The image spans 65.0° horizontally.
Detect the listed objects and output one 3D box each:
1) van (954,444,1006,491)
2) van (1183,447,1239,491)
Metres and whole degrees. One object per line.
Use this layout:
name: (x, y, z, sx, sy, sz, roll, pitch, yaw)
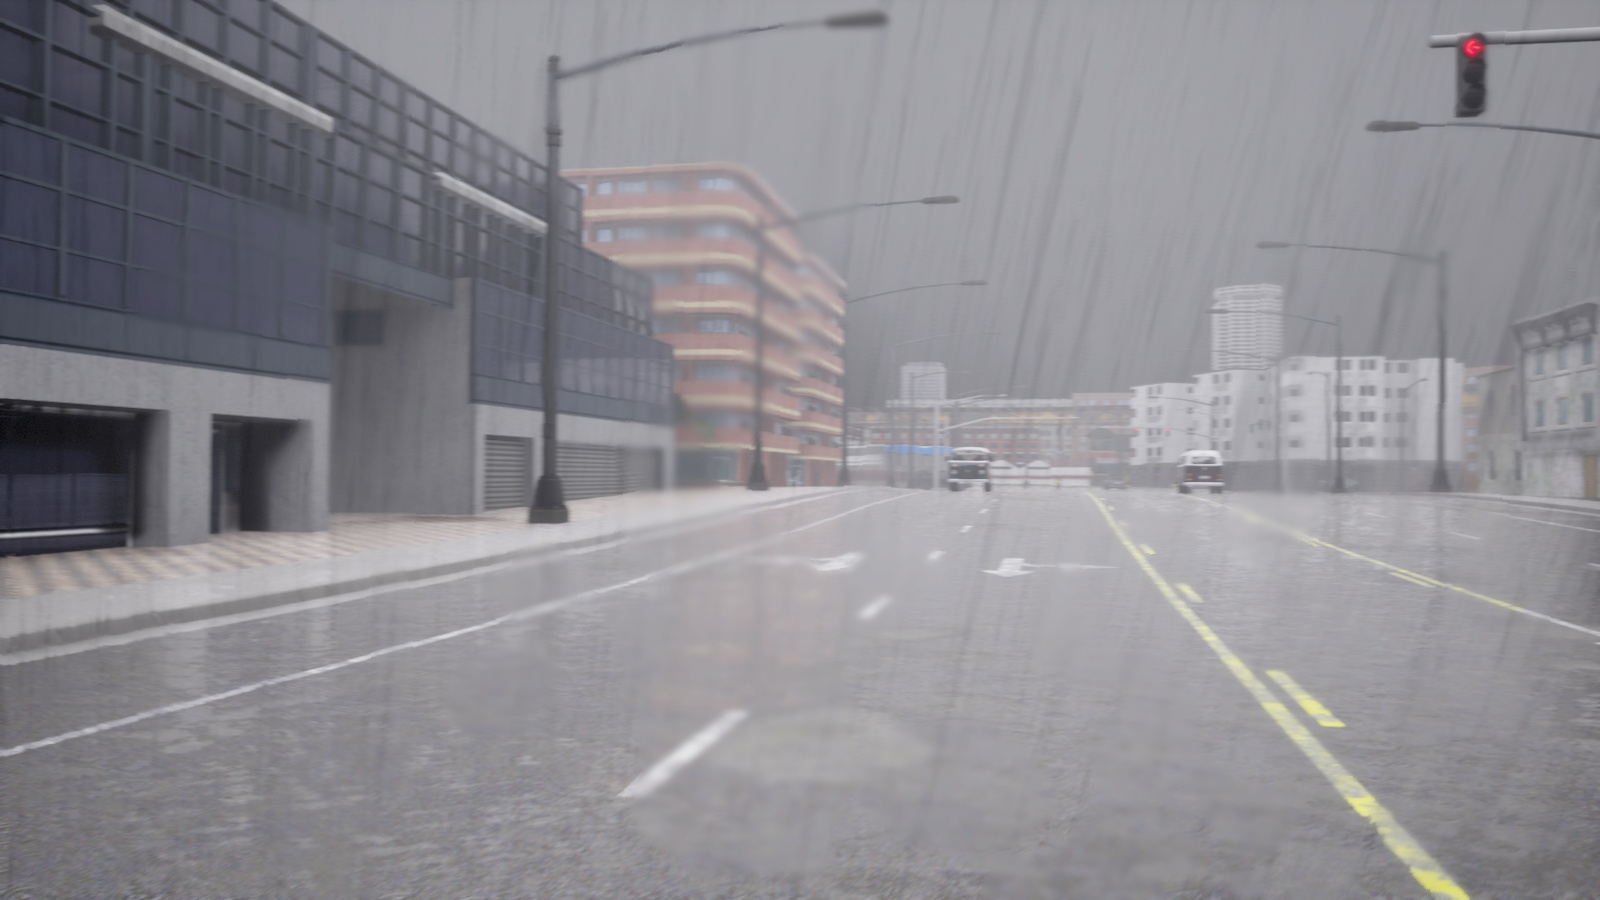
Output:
van: (8.205, 0.814, 56.931, 2.069, 2.038, 4.480, 0, -1, 12)
van: (19.595, 0.933, 60.066, 2.069, 2.038, 4.480, 0, -2, 12)
